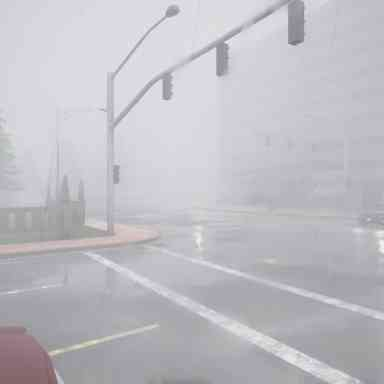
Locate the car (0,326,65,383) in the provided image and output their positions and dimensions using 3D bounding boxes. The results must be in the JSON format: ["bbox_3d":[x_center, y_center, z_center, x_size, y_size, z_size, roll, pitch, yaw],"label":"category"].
[{"bbox_3d":[-3.061,1.601,1.596,4.718,1.301,1.895,0,0,-35],"label":"car"}]

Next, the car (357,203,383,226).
[{"bbox_3d":[12.681,1.463,21.597,4.892,1.490,1.837,0,0,-35],"label":"car"}]
